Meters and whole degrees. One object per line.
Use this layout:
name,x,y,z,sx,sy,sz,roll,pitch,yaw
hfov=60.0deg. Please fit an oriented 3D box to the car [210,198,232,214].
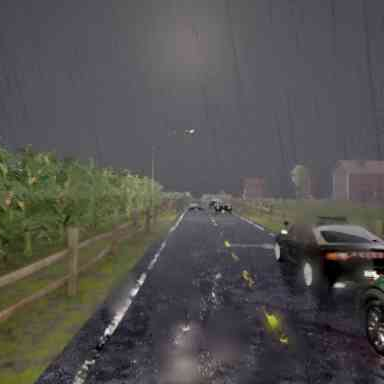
car,3.330,1.712,36.962,1.895,1.301,4.718,0,0,1

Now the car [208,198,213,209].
car,3.430,1.631,48.338,1.882,1.535,5.008,0,0,1

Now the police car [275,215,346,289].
police car,3.686,1.470,9.382,1.930,1.638,5.238,0,0,1

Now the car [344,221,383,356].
car,3.597,1.387,3.243,2.097,1.767,4.553,0,0,1

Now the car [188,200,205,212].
car,0.564,1.648,40.672,2.033,1.411,5.357,0,0,1
